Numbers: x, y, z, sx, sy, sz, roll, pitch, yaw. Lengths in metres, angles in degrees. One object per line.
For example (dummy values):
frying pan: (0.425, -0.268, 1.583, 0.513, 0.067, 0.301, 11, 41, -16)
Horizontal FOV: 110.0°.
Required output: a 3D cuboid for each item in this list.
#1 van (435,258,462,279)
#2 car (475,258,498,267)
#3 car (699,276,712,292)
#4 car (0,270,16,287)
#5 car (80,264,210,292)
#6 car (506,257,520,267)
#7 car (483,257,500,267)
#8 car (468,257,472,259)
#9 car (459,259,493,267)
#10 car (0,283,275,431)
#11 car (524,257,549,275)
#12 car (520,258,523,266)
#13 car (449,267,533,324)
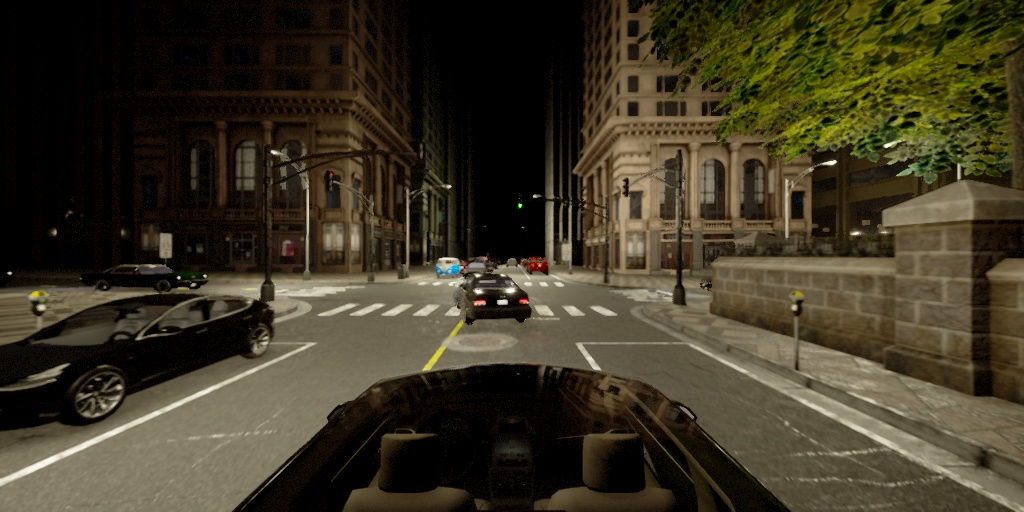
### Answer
van: (-5.765, 1.069, 32.393, 1.690, 1.789, 3.998, 0, 0, 0)
car: (-3.099, 1.276, 42.328, 2.033, 1.411, 5.357, 0, 0, 0)
car: (13.635, 1.494, 21.022, 4.892, 1.490, 1.837, 1, 0, 0)
car: (-27.815, 0.926, 17.604, 4.718, 1.301, 1.895, 1, 0, 0)
car: (-17.861, 1.080, 17.648, 4.718, 1.301, 1.895, 1, 0, 0)
car: (-0.004, 1.260, 62.997, 1.812, 1.442, 4.674, 0, 0, 0)
car: (-3.077, 1.257, 52.510, 1.812, 1.442, 4.674, 0, 0, 0)
car: (-5.765, 1.167, 37.833, 1.967, 1.591, 4.097, 0, 0, 0)
car: (-3.102, 1.276, 31.891, 2.033, 1.411, 5.357, 0, 0, 0)
car: (-5.763, 1.311, 5.736, 1.948, 1.339, 4.313, 0, 0, 0)
car: (2.760, 1.042, 37.843, 2.192, 1.841, 5.009, 0, 0, 0)
car: (2.759, 1.284, 59.606, 2.007, 1.370, 4.403, 0, 0, 0)
car: (-0.835, 1.286, 12.062, 2.033, 1.411, 5.357, 0, 0, -13)
